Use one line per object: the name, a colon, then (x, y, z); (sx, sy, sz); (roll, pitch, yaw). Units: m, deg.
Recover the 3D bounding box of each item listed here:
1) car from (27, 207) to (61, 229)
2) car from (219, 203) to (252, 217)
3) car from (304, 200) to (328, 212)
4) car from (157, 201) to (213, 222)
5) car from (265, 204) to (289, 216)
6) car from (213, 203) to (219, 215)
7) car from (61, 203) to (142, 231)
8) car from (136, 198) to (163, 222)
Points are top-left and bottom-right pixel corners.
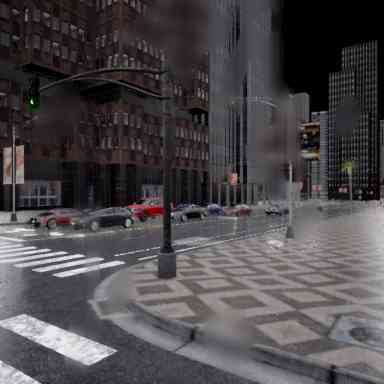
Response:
car: (-9.264, 1.788, 23.491); (1.994, 1.385, 4.181); (0, -1, 36)
car: (5.385, 2.057, 38.730); (1.812, 1.442, 4.674); (0, -1, 35)
car: (19.355, 2.372, 52.708); (2.033, 1.411, 5.357); (0, -1, 35)
car: (-0.501, 1.873, 30.346); (2.128, 1.511, 4.902); (0, -1, 35)
car: (10.581, 2.144, 40.160); (2.033, 1.411, 5.357); (0, -1, 35)
car: (1.954, 2.034, 39.515); (1.812, 1.442, 4.674); (0, -1, 35)
car: (-5.975, 1.748, 22.536); (1.837, 1.490, 4.892); (0, -1, 35)
car: (-3.976, 1.579, 31.051); (2.150, 2.045, 5.566); (0, -1, 35)
